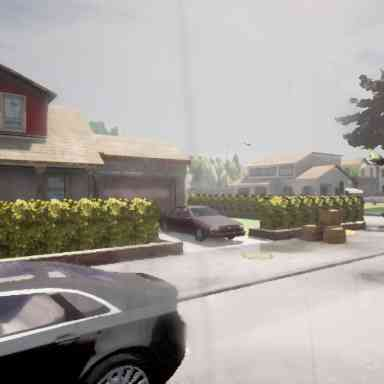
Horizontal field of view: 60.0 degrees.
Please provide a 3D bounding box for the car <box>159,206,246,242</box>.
[{"bbox_3d":[0.116,1.356,15.491,2.033,1.415,5.357,0,0,-33],"label":"car"}]

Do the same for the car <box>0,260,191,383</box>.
[{"bbox_3d":[-2.316,1.491,2.953,4.902,1.511,2.128,0,0,-36],"label":"car"}]
